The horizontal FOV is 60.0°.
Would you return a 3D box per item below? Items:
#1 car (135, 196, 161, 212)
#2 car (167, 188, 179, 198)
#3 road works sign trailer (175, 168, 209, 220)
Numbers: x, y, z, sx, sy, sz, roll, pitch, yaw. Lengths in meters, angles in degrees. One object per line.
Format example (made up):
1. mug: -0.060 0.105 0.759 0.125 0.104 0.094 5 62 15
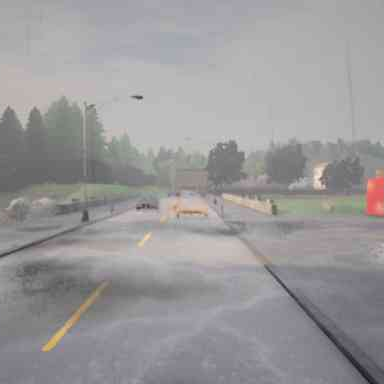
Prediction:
1. car: -4.076 1.069 31.457 1.994 1.385 4.181 0 1 0
2. car: -3.985 0.116 70.183 2.150 2.045 5.566 0 1 0
3. road works sign trailer: 0.006 0.087 23.996 2.380 3.560 2.880 0 1 0
